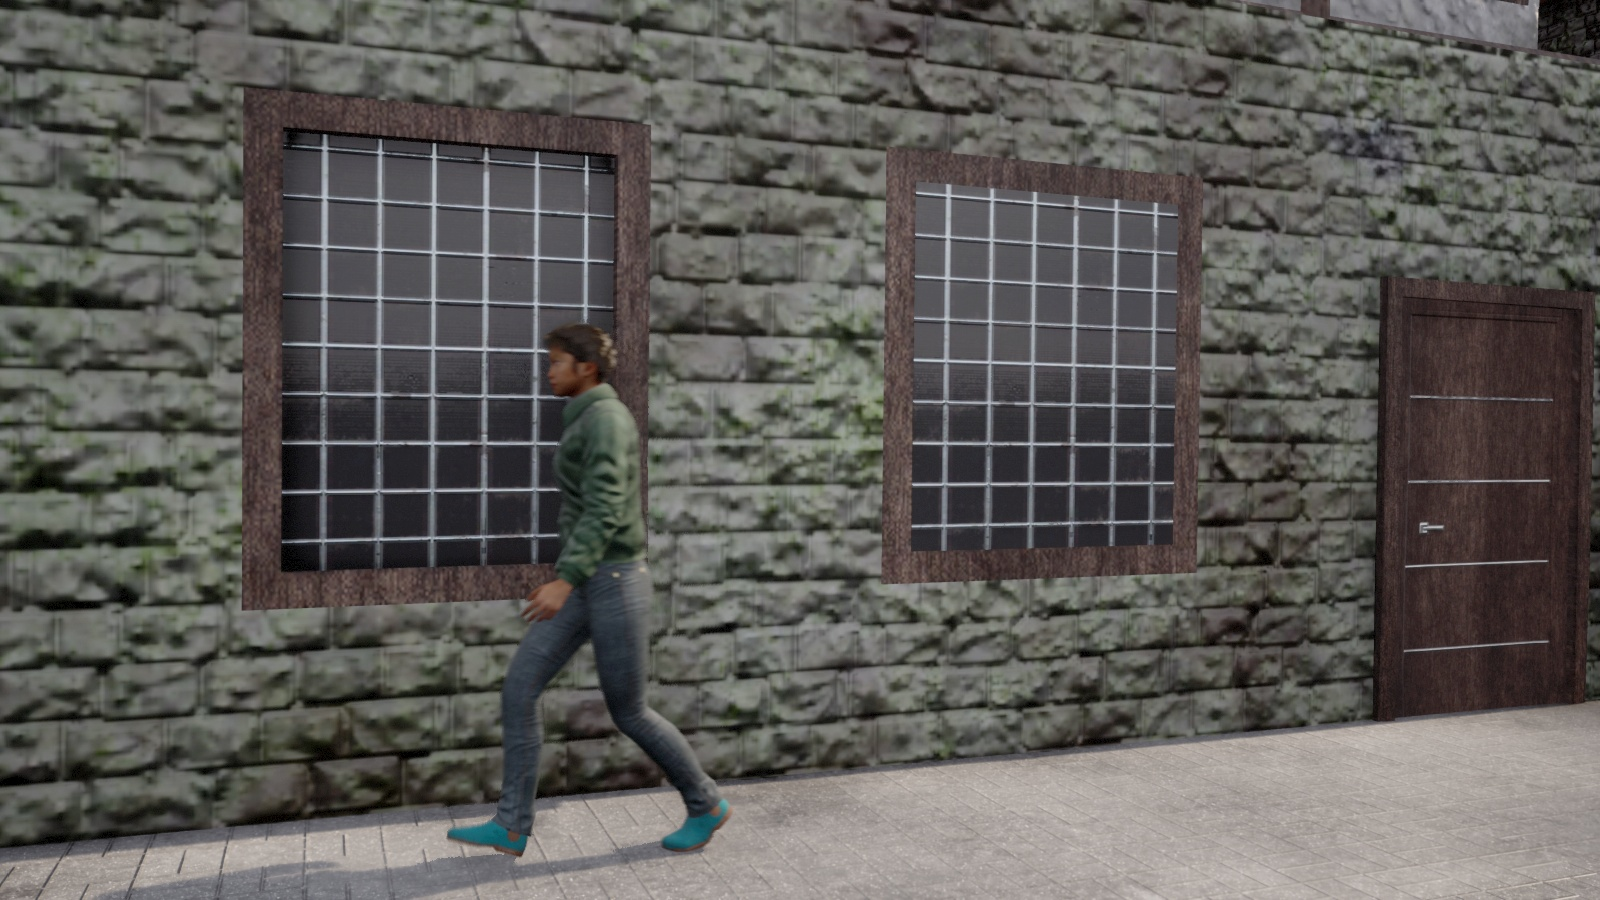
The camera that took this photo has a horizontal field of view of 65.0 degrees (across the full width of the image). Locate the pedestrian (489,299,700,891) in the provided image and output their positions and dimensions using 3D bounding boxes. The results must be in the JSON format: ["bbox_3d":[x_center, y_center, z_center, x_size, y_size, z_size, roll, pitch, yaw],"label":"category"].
[{"bbox_3d":[-0.688,0.447,4.181,0.614,1.847,0.353,-1,1,-21],"label":"pedestrian"}]
